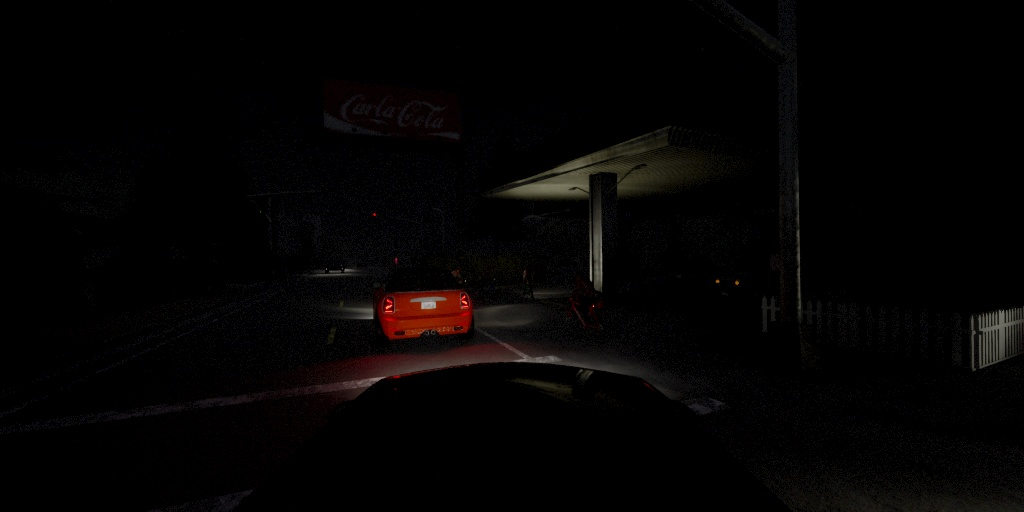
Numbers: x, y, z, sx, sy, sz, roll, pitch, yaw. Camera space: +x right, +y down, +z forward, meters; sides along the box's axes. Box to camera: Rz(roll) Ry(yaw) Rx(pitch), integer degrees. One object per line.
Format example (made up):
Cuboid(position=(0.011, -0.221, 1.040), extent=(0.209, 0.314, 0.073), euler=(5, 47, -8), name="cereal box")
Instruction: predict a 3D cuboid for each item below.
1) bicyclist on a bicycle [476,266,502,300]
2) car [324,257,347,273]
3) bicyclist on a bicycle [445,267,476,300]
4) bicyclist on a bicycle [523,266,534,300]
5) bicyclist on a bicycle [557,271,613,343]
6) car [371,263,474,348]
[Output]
Cuboid(position=(-1.285, 1.344, 17.750), extent=(1.656, 1.620, 0.582), euler=(0, 0, -21), name="bicyclist on a bicycle")
Cuboid(position=(-23.614, 1.211, 47.848), extent=(2.150, 2.045, 5.566), euler=(-1, 0, -25), name="car")
Cuboid(position=(-2.595, 1.318, 16.371), extent=(1.656, 1.620, 0.582), euler=(1, 0, 37), name="bicyclist on a bicycle")
Cuboid(position=(0.824, 1.332, 17.861), extent=(0.582, 1.620, 1.656), euler=(-1, 0, 16), name="bicyclist on a bicycle")
Cuboid(position=(1.719, 1.199, 8.651), extent=(0.582, 1.620, 1.656), euler=(3, -2, -42), name="bicyclist on a bicycle")
Cuboid(position=(-2.527, 1.057, 9.444), extent=(2.097, 1.767, 4.553), euler=(-1, 0, -22), name="car")
